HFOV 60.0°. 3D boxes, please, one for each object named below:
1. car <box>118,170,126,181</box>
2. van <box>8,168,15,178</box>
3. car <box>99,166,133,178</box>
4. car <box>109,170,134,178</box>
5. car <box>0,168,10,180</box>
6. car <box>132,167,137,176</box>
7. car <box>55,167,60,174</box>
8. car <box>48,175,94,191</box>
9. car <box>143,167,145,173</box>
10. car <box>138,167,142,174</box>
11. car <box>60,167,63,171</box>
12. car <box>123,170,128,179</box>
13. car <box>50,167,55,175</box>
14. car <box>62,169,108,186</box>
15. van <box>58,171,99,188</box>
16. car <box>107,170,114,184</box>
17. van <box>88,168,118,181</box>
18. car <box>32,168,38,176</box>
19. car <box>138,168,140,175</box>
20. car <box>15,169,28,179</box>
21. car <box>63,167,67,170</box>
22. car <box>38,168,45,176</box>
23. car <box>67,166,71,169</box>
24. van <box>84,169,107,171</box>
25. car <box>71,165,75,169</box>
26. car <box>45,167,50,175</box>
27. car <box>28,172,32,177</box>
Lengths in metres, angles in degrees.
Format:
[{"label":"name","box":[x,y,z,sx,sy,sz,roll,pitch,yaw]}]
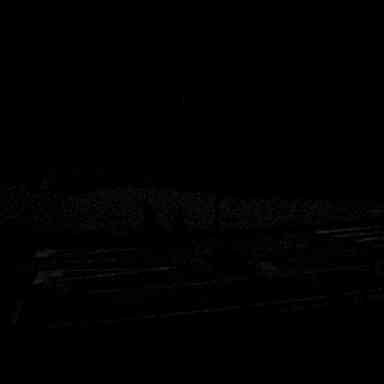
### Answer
[{"label":"car","box":[-15.628,-2.837,62.457,4.892,1.521,2.231,1,6,-22]},{"label":"van","box":[-33.096,-3.177,56.539,4.442,1.987,1.878,-1,6,-23]},{"label":"car","box":[-15.776,-3.644,68.443,5.566,2.045,2.435,1,5,-22]},{"label":"car","box":[-16.343,-4.234,77.348,5.366,1.575,1.946,1,6,-23]},{"label":"car","box":[-32.849,-2.682,53.680,5.008,1.535,2.097,-1,5,-23]},{"label":"car","box":[-16.003,-4.201,74.431,5.566,2.045,2.435,1,5,-23]},{"label":"car","box":[-33.969,-4.856,77.046,5.008,1.535,2.097,-1,6,-23]},{"label":"car","box":[-15.207,-0.906,41.538,5.008,1.535,2.097,1,5,-21]},{"label":"car","box":[-16.646,-5.559,92.387,5.366,1.575,1.946,1,5,-22]},{"label":"car","box":[-16.530,-5.295,86.351,5.566,2.045,2.435,1,5,-22]},{"label":"car","box":[-34.073,-5.249,79.962,4.553,1.767,2.185,-1,6,-22]},{"label":"car","box":[-15.697,-3.086,65.467,4.792,1.488,2.163,1,5,-22]},{"label":"car","box":[-33.834,-4.583,74.124,4.892,1.521,2.231,-1,6,-23]},{"label":"car","box":[-15.331,-1.706,47.471,5.566,2.045,2.435,1,6,-21]},{"label":"van","box":[-15.141,-1.404,44.548,4.442,1.987,1.878,1,5,-21]},{"label":"car","box":[-15.457,-2.134,53.463,4.553,1.767,2.185,1,5,-21]},{"label":"van","box":[-15.377,-2.508,56.500,4.442,1.987,1.878,1,5,-21]},{"label":"car","box":[-33.401,-3.741,65.380,4.792,1.488,2.163,-1,5,-23]},{"label":"car","box":[-16.609,-4.783,83.310,5.366,1.575,1.946,1,6,-22]},{"label":"car","box":[-32.968,-3.232,59.599,5.366,1.575,1.946,-1,5,-23]},{"label":"car","box":[-34.240,-5.350,82.893,4.674,1.452,2.002,-1,5,-22]},{"label":"car","box":[-33.576,-4.042,68.287,5.008,1.535,2.097,-1,5,-23]},{"label":"car","box":[-34.328,-5.773,85.799,4.553,1.767,2.185,-1,6,-22]},{"label":"van","box":[-15.471,-1.958,50.428,4.442,1.987,1.878,1,6,-21]},{"label":"car","box":[-34.479,-5.903,88.726,5.008,1.535,2.097,-1,6,-22]},{"label":"car","box":[-33.701,-4.312,71.207,4.892,1.521,2.231,-1,6,-23]},{"label":"car","box":[-33.293,-3.499,62.447,5.008,1.535,2.097,-1,5,-23]}]
